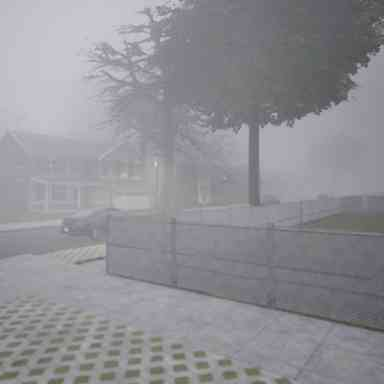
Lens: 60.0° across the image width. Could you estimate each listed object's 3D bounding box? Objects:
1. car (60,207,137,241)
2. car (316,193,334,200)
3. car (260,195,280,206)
[{"bbox_3d":[-4.231,1.462,16.551,1.812,1.442,4.674,1,1,35],"label":"car"},{"bbox_3d":[20.616,0.894,51.311,1.837,1.490,4.892,1,2,36],"label":"car"},{"bbox_3d":[8.972,1.068,39.970,2.128,1.511,4.902,1,1,36],"label":"car"}]
